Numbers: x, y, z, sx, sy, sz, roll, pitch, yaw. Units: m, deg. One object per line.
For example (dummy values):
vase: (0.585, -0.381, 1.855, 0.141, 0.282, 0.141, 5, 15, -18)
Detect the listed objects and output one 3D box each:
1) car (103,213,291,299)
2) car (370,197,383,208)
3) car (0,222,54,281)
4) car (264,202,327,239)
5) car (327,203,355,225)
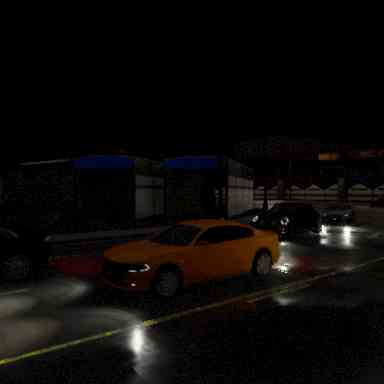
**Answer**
car: (0.195, 1.477, 8.651, 5.008, 1.535, 1.882, 0, 0, -38)
car: (26.576, 1.477, 45.782, 1.882, 1.535, 5.008, 0, 0, -4)
car: (-6.078, 1.492, 8.268, 4.902, 1.511, 2.128, 0, 0, -37)
car: (4.987, 1.351, 17.373, 2.097, 1.767, 4.553, 0, 0, 42)
car: (10.793, 1.527, 24.344, 1.812, 1.442, 4.674, 0, 0, 31)
